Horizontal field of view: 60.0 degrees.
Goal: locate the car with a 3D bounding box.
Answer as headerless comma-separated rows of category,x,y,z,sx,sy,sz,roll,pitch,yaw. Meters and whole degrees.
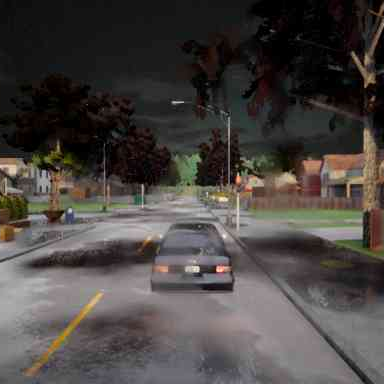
car,0.017,1.546,8.962,2.033,1.411,5.357,0,0,0
